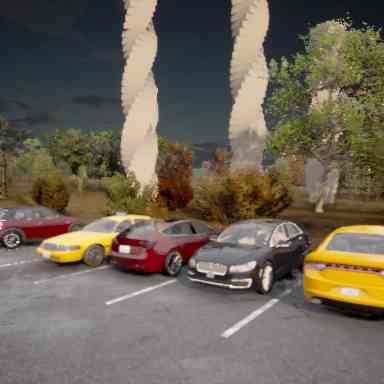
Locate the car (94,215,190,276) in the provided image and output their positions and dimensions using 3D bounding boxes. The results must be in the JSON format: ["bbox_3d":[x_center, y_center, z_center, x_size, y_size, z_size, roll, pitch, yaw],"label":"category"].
[{"bbox_3d":[-0.429,1.561,10.708,2.163,1.488,4.792,0,0,36],"label":"car"}]

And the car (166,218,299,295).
[{"bbox_3d":[1.797,1.511,9.092,2.231,1.521,4.892,-1,0,36],"label":"car"}]

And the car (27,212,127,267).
[{"bbox_3d":[-2.800,1.543,12.137,1.946,1.575,5.366,0,0,36],"label":"car"}]

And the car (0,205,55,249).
[{"bbox_3d":[-7.190,1.444,15.460,2.185,1.767,4.553,0,0,35],"label":"car"}]

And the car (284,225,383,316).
[{"bbox_3d":[4.031,1.488,7.483,2.097,1.535,5.008,-1,0,36],"label":"car"}]
